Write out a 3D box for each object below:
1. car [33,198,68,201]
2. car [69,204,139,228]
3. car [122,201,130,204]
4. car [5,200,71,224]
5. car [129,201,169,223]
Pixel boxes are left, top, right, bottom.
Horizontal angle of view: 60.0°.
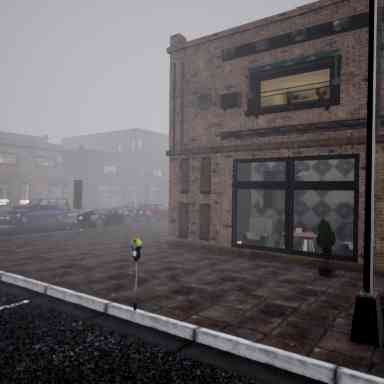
[{"bbox_3d":[-13.054,1.415,29.073,2.192,1.841,5.009,0,0,36],"label":"car"},{"bbox_3d":[-6.281,1.797,24.142,1.947,1.339,4.313,0,0,36],"label":"car"},{"bbox_3d":[-6.231,1.708,34.043,2.128,1.511,4.902,1,0,36],"label":"car"},{"bbox_3d":[-12.015,1.649,26.086,1.812,1.442,4.674,1,0,36],"label":"car"},{"bbox_3d":[-3.015,1.724,28.629,1.967,1.590,4.097,0,0,36],"label":"car"}]
